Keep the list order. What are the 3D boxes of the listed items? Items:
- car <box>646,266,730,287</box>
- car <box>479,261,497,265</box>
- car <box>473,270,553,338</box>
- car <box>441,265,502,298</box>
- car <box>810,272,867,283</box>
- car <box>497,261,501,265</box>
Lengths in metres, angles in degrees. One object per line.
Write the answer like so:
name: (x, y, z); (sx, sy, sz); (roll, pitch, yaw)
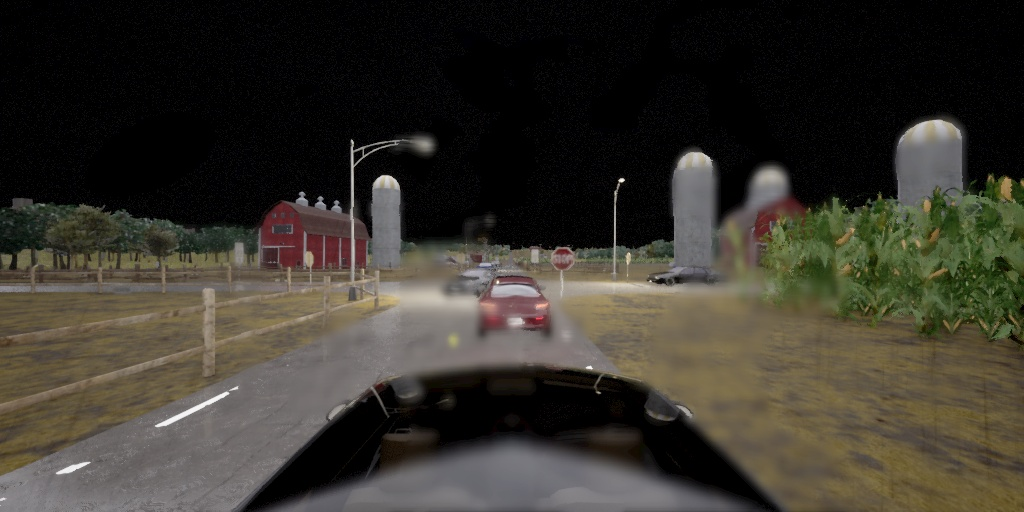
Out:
car: (12.532, 1.420, 25.618); (5.357, 1.411, 2.033); (0, 1, -2)
car: (-2.920, 1.434, 39.903); (1.812, 1.442, 4.674); (0, 0, 0)
car: (0.035, 1.283, 10.125); (1.812, 1.442, 4.674); (0, 0, -2)
car: (-1.695, 1.346, 18.061); (1.994, 1.385, 4.181); (0, -1, 26)
car: (23.742, 1.544, 25.643); (4.181, 1.385, 1.994); (1, 1, 0)
car: (-2.933, 1.532, 48.929); (1.994, 1.385, 4.181); (0, 0, 0)
